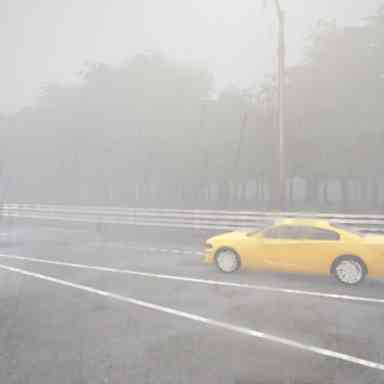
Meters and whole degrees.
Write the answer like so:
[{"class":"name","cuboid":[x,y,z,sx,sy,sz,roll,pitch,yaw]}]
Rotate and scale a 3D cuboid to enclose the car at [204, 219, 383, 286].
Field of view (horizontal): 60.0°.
[{"class":"car","cuboid":[2.801,1.499,9.363,5.008,1.535,1.882,0,0,23]}]
